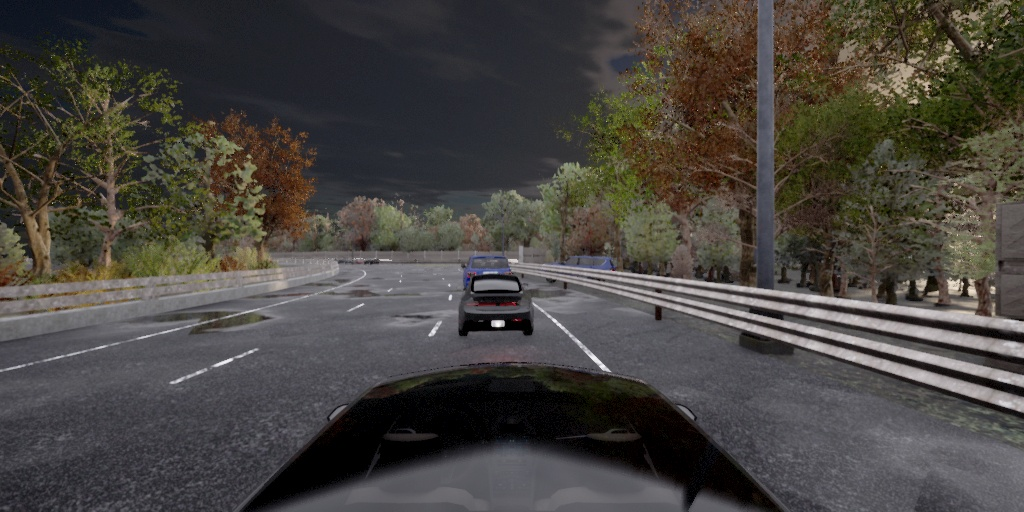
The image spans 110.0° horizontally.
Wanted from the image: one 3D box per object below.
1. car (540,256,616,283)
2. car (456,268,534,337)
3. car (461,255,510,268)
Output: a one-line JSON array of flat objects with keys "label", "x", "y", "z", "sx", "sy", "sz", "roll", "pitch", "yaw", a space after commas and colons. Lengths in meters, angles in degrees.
[{"label": "car", "x": 4.798, "y": 0.985, "z": 26.204, "sx": 5.566, "sy": 2.045, "sz": 2.150, "roll": 3, "pitch": 1, "yaw": 16}, {"label": "car", "x": -0.535, "y": 1.251, "z": 10.362, "sx": 1.837, "sy": 1.490, "sz": 4.892, "roll": 0, "pitch": 0, "yaw": -5}, {"label": "car", "x": -1.317, "y": 0.965, "z": 17.850, "sx": 2.150, "sy": 2.045, "sz": 5.566, "roll": 0, "pitch": 0, "yaw": -9}]
